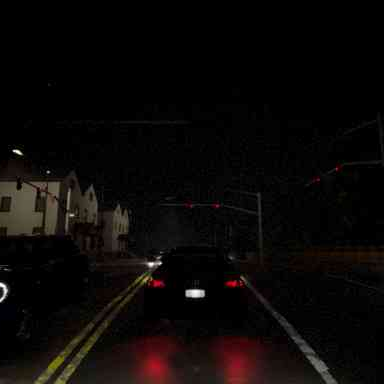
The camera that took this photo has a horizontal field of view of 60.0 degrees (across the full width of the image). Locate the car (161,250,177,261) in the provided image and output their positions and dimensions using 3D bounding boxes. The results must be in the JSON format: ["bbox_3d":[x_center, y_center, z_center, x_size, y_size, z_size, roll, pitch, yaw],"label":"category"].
[{"bbox_3d":[-3.616,9.975,52.299,2.128,1.511,4.902,0,-11,0],"label":"car"}]

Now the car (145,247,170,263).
[{"bbox_3d":[-3.618,6.721,35.382,2.128,1.511,4.902,0,-11,0],"label":"car"}]

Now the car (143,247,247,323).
[{"bbox_3d":[0.069,1.982,7.850,1.994,1.385,4.181,0,-7,0],"label":"car"}]

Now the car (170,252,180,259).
[{"bbox_3d":[-3.533,13.112,68.505,1.837,1.490,4.892,0,-11,0],"label":"car"}]

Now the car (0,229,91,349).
[{"bbox_3d":[-3.602,1.645,6.603,2.097,1.767,4.553,0,-6,0],"label":"car"}]
